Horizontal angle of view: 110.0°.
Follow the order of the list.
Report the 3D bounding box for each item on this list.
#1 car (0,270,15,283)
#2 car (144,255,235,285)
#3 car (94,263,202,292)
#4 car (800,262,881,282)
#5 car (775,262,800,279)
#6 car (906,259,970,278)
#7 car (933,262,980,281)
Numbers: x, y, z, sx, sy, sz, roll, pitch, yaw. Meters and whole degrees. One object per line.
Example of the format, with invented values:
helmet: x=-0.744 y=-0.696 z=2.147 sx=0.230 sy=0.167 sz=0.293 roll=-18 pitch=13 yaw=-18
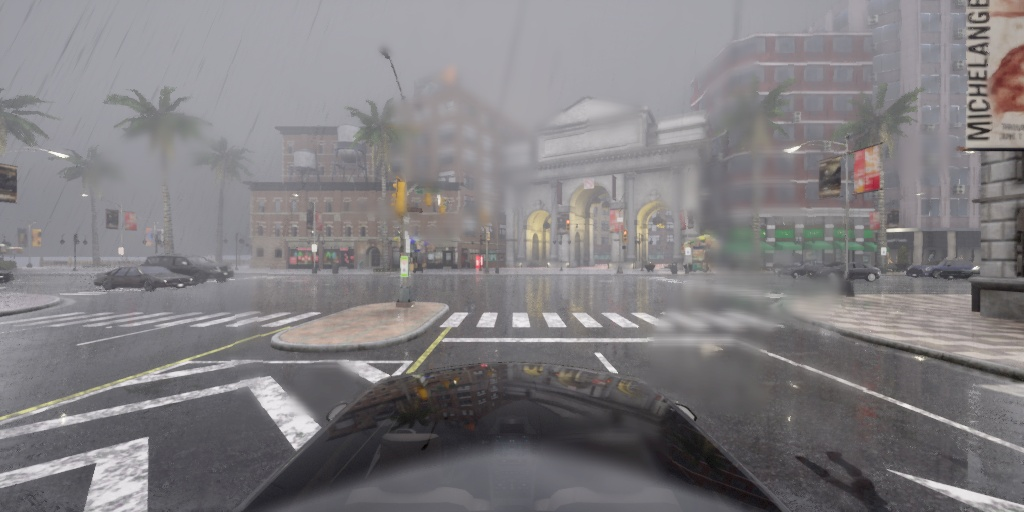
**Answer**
car: x=-38.538 y=1.255 z=25.410 sx=4.892 sy=1.490 sz=1.837 roll=0 pitch=0 yaw=0
car: x=-22.733 y=0.974 z=25.173 sx=5.566 sy=2.045 sz=2.150 roll=0 pitch=0 yaw=2
car: x=-21.622 y=1.298 z=21.101 sx=5.357 sy=1.411 sz=2.033 roll=0 pitch=0 yaw=11
car: x=26.294 y=1.255 z=28.504 sx=4.892 sy=1.490 sz=1.837 roll=0 pitch=0 yaw=1
car: x=26.299 y=1.241 z=32.000 sx=4.902 sy=1.511 sz=2.128 roll=0 pitch=0 yaw=1
car: x=37.955 y=1.102 z=31.689 sx=4.553 sy=1.767 sz=2.097 roll=0 pitch=0 yaw=3
car: x=36.972 y=1.351 z=28.311 sx=4.718 sy=1.301 sz=1.895 roll=0 pitch=0 yaw=2
